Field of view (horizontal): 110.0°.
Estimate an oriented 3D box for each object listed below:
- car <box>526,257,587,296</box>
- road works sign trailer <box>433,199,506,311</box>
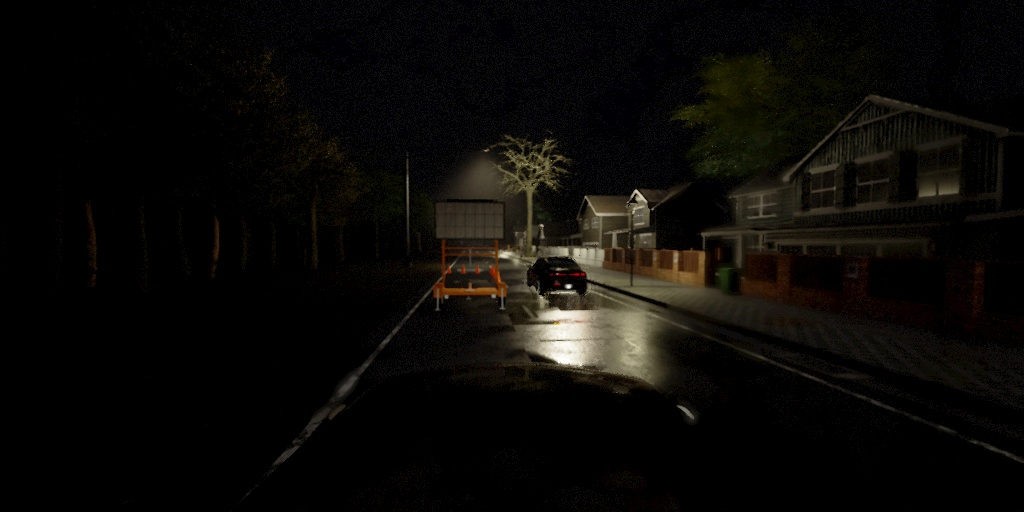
[{"bbox_3d":[1.812,0.782,15.637,1.837,1.490,4.892,0,2,-7],"label":"car"},{"bbox_3d":[-1.453,-0.160,12.525,2.380,3.560,2.880,0,0,-7],"label":"road works sign trailer"}]
